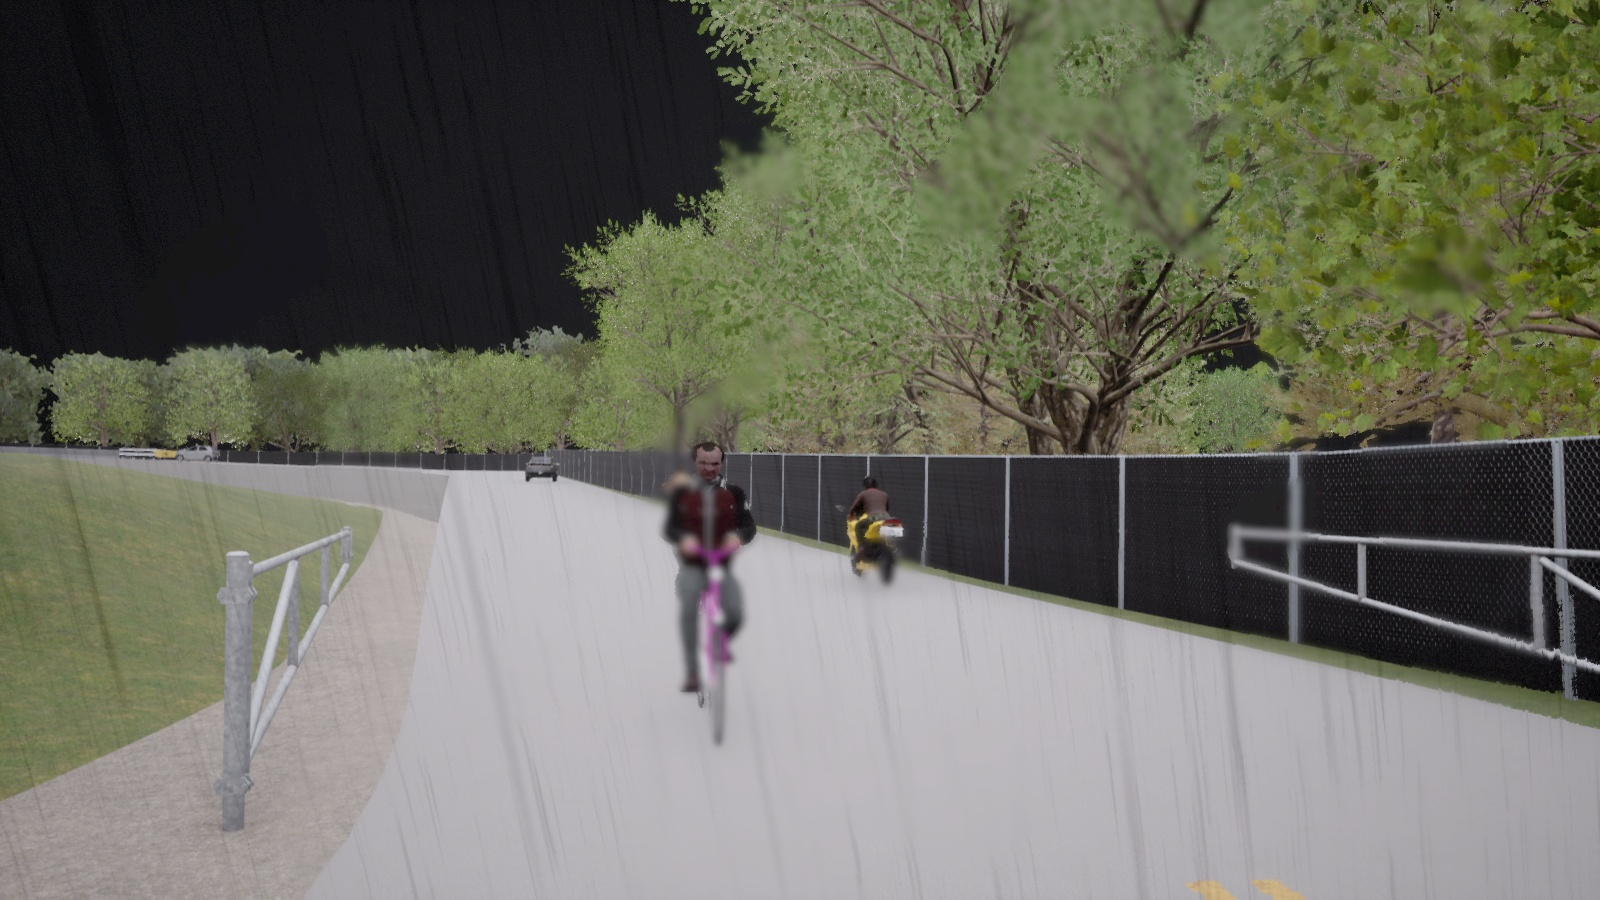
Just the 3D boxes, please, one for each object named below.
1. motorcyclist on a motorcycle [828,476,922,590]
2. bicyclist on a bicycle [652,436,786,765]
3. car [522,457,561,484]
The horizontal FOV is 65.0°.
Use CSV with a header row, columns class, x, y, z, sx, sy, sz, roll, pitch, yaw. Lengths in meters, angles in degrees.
class,x,y,z,sx,sy,sz,roll,pitch,yaw
motorcyclist on a motorcycle,1.041,1.134,17.980,0.797,1.523,2.044,0,-1,-13
bicyclist on a bicycle,-0.545,0.830,7.745,0.659,1.776,1.843,0,-1,-9
car,-15.634,1.219,76.189,2.128,1.511,4.902,0,0,-10
